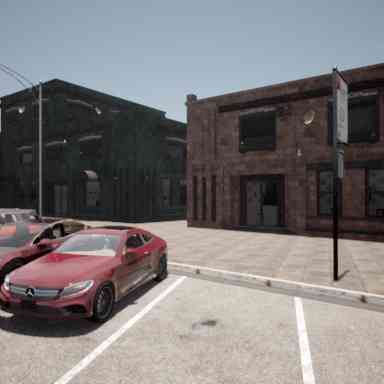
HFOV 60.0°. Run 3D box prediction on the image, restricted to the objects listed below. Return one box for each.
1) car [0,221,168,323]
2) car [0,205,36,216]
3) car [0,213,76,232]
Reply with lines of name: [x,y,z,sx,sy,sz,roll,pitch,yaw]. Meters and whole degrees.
car: [-1.940,1.527,7.450,2.002,1.452,4.674,1,-1,15]
car: [-6.826,1.365,10.953,2.185,1.767,4.553,1,-1,15]
car: [-4.398,1.517,9.156,2.163,1.488,4.792,1,-1,15]
